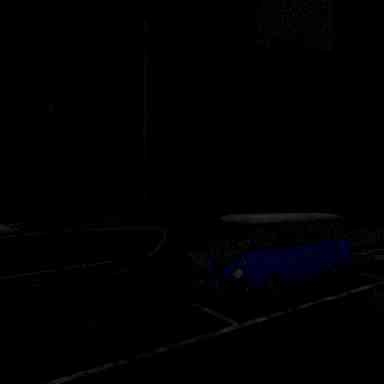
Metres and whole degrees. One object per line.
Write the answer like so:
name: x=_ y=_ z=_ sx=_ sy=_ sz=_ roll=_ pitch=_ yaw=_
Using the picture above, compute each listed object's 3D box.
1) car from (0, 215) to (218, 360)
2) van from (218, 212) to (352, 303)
car: x=-2.291 y=1.324 z=4.900 sx=5.009 sy=1.841 sz=2.192 roll=1 pitch=-1 yaw=-35
van: x=2.188 y=1.406 z=8.093 sx=3.998 sy=1.788 sz=1.690 roll=1 pitch=-1 yaw=-35
